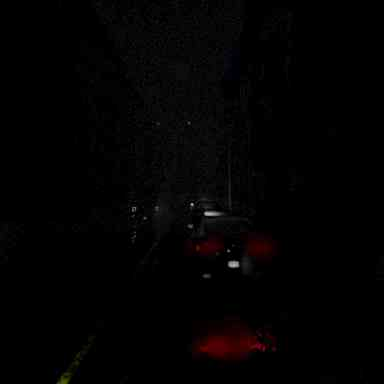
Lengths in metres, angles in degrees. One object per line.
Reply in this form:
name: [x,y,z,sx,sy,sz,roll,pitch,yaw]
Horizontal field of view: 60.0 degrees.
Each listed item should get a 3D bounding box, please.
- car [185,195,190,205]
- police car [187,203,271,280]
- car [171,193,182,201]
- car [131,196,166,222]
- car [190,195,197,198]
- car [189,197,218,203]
car: [0.038,1.113,48.254,1.994,1.385,4.181,0,0,1]
police car: [0.902,1.334,9.776,1.930,1.638,5.238,0,1,0]
car: [-2.998,0.922,65.430,2.033,1.411,5.357,0,1,0]
car: [-3.093,1.127,24.172,2.097,1.767,4.553,0,1,0]
car: [0.907,1.215,25.855,1.801,1.575,5.366,0,1,0]
car: [0.905,1.295,19.665,1.882,1.535,5.008,0,1,0]
